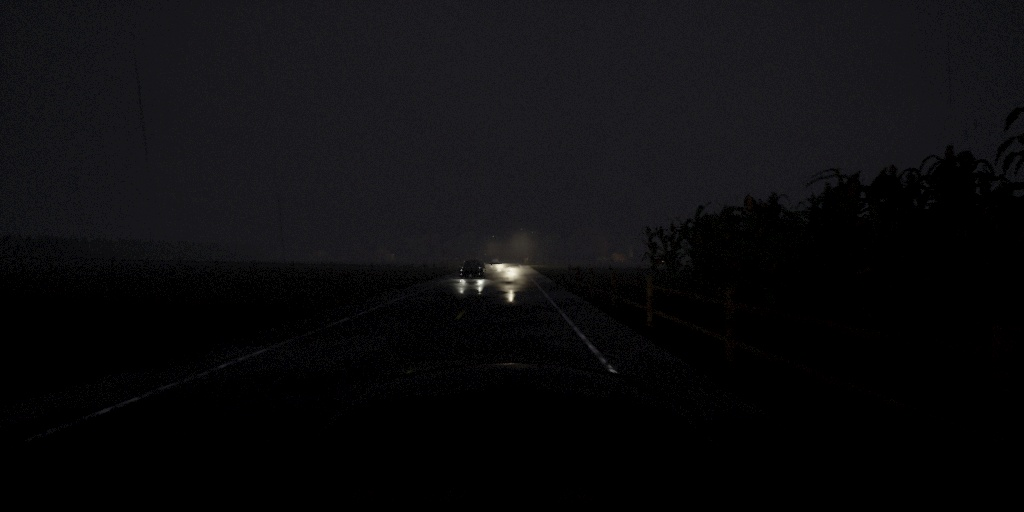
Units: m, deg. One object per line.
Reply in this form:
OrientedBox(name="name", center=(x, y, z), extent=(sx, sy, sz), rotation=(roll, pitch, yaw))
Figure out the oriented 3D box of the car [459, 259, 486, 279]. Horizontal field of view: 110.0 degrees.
OrientedBox(name="car", center=(-3.587, 1.114, 33.108), extent=(2.097, 1.767, 4.553), rotation=(0, 0, 0))
